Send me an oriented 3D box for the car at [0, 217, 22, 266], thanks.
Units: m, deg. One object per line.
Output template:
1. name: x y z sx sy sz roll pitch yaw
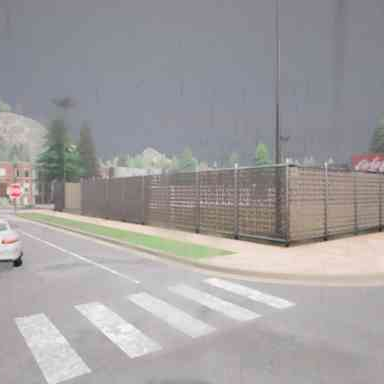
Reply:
1. car: -6.647 1.530 10.734 1.812 1.442 4.674 -1 0 -31
